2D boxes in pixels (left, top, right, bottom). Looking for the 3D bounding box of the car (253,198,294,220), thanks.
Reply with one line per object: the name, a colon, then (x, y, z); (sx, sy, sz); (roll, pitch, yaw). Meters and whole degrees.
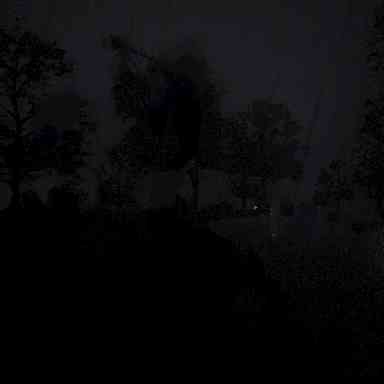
car: (6.913, 1.332, 28.052); (2.097, 1.767, 4.553); (0, 0, 38)
